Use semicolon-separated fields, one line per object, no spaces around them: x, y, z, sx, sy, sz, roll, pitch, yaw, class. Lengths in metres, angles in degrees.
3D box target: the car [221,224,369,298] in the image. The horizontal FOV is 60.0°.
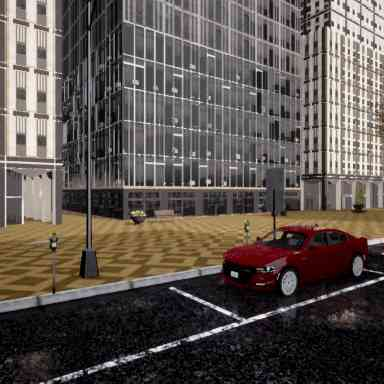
2.751;1.545;8.528;4.507;1.381;1.887;0;0;-36;car
